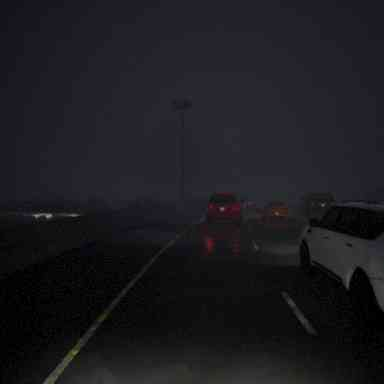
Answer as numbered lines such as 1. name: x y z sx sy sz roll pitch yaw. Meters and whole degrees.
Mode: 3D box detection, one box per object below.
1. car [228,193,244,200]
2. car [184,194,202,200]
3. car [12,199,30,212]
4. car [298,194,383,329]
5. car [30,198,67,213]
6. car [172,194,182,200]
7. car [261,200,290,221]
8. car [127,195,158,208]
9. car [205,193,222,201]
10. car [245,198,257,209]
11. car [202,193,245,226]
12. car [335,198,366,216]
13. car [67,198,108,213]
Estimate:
1. car: 9.886 1.020 74.489 1.994 1.385 4.181 0 0 28
2. car: 0.688 1.147 72.256 1.895 1.301 4.718 0 0 26
3. car: -16.739 1.362 35.390 1.895 1.301 4.718 0 0 13
4. car: 3.921 1.186 6.961 2.150 2.045 5.566 0 0 3
5. car: -13.526 1.323 33.823 2.033 1.411 5.357 0 0 13
6. car: -2.352 1.072 73.995 2.033 1.411 5.357 0 0 26
7. car: 6.360 1.336 25.433 1.882 1.535 5.008 0 0 11
8. car: -5.472 1.121 37.098 2.097 1.767 4.553 0 0 15
9. car: 4.802 1.049 72.570 1.837 1.490 4.892 0 0 28
10. car: 6.945 1.363 41.607 1.895 1.301 4.718 0 0 18
11. car: 2.267 1.091 22.578 2.150 2.045 5.566 0 1 10
12. car: 14.996 1.360 31.755 1.812 1.442 4.674 0 0 14
13. car: -10.028 1.310 33.265 1.812 1.442 4.674 0 0 13
